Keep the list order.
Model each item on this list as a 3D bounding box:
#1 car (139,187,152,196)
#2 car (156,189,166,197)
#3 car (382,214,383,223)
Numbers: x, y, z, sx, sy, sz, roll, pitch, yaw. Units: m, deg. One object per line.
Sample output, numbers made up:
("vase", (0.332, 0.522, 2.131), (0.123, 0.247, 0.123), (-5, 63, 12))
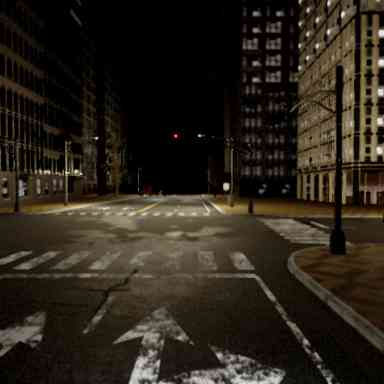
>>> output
("car", (-9.723, -0.119, 70.118), (2.150, 2.045, 5.566), (0, 1, 0))
("car", (-6.473, 0.181, 70.151), (2.128, 1.511, 4.902), (0, 1, 0))
("car", (12.492, 1.303, 17.065), (4.902, 1.511, 2.128), (0, 2, 2))
